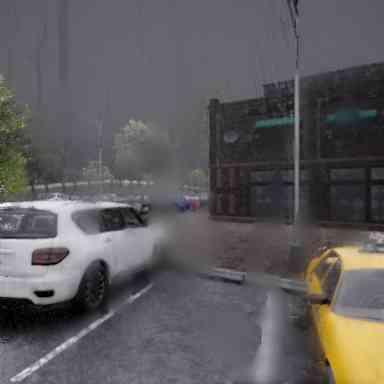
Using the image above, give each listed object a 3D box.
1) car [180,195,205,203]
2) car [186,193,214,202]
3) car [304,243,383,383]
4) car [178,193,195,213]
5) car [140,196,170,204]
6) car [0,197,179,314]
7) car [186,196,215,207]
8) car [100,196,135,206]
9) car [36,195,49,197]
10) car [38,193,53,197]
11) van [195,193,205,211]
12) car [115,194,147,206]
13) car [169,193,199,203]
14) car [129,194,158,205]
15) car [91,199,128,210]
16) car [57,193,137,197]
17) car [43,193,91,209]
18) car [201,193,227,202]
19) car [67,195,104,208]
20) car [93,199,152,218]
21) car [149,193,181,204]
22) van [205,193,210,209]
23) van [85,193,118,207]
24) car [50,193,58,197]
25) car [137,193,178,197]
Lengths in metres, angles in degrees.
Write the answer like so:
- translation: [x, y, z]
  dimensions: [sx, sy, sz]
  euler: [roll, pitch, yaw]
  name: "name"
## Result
- translation: [0.099, 1.433, 69.804]
  dimensions: [4.892, 1.521, 2.231]
  euler: [-1, 0, 14]
  name: "car"
- translation: [1.753, 1.181, 72.333]
  dimensions: [5.566, 2.045, 2.435]
  euler: [-1, 0, 14]
  name: "car"
- translation: [2.463, 1.479, 4.203]
  dimensions: [1.946, 1.575, 5.366]
  euler: [1, -1, 15]
  name: "car"
- translation: [-2.953, 1.203, 35.092]
  dimensions: [5.566, 2.045, 2.435]
  euler: [1, 1, 14]
  name: "car"
- translation: [-6.648, 1.461, 59.794]
  dimensions: [4.792, 1.488, 2.163]
  euler: [-1, -1, 14]
  name: "car"
- translation: [-2.386, 1.222, 7.897]
  dimensions: [2.435, 2.045, 5.566]
  euler: [0, -1, 15]
  name: "car"
- translation: [1.360, 1.454, 51.994]
  dimensions: [2.128, 1.511, 4.902]
  euler: [0, 0, 34]
  name: "car"
- translation: [-11.761, 1.431, 52.298]
  dimensions: [4.892, 1.521, 2.231]
  euler: [-1, -1, 14]
  name: "car"
- translation: [-20.247, 1.455, 39.768]
  dimensions: [4.792, 1.488, 2.163]
  euler: [-1, 0, 14]
  name: "car"
- translation: [-18.557, 1.175, 42.276]
  dimensions: [5.566, 2.045, 2.435]
  euler: [-1, 0, 14]
  name: "car"
- translation: [-1.155, 1.231, 37.518]
  dimensions: [4.442, 1.987, 1.878]
  euler: [1, 0, 14]
  name: "van"
- translation: [-10.033, 1.305, 54.776]
  dimensions: [4.553, 1.767, 2.185]
  euler: [-1, 0, 14]
  name: "car"
- translation: [-1.572, 1.180, 67.304]
  dimensions: [5.566, 2.045, 2.435]
  euler: [-1, -1, 14]
  name: "car"
- translation: [-8.344, 1.305, 57.290]
  dimensions: [4.553, 1.767, 2.185]
  euler: [-1, 0, 14]
  name: "car"
- translation: [-10.683, 1.552, 43.415]
  dimensions: [1.895, 1.301, 4.718]
  euler: [0, 0, 34]
  name: "car"
- translation: [-7.870, 1.200, 27.741]
  dimensions: [5.566, 2.045, 2.435]
  euler: [1, 0, 14]
  name: "car"
- translation: [-16.809, 1.176, 44.788]
  dimensions: [5.566, 2.045, 2.435]
  euler: [-1, -1, 14]
  name: "car"
- translation: [5.197, 1.181, 77.328]
  dimensions: [5.566, 2.045, 2.435]
  euler: [-1, -1, 14]
  name: "car"
- translation: [-15.173, 1.303, 47.301]
  dimensions: [4.553, 1.767, 2.185]
  euler: [-1, -1, 14]
  name: "car"
- translation: [-6.271, 1.482, 30.181]
  dimensions: [4.792, 1.488, 2.163]
  euler: [1, 1, 14]
  name: "car"
- translation: [-5.017, 1.181, 62.315]
  dimensions: [5.566, 2.045, 2.435]
  euler: [-1, 0, 14]
  name: "car"
- translation: [0.503, 1.232, 39.969]
  dimensions: [4.442, 1.987, 1.878]
  euler: [1, 0, 14]
  name: "van"
- translation: [-13.565, 1.205, 49.815]
  dimensions: [4.442, 1.987, 1.878]
  euler: [-1, 0, 14]
  name: "van"
- translation: [-11.237, 1.308, 33.249]
  dimensions: [2.097, 1.767, 4.553]
  euler: [0, 0, 33]
  name: "car"
- translation: [-4.612, 1.202, 32.641]
  dimensions: [5.566, 2.045, 2.435]
  euler: [1, 1, 14]
  name: "car"
